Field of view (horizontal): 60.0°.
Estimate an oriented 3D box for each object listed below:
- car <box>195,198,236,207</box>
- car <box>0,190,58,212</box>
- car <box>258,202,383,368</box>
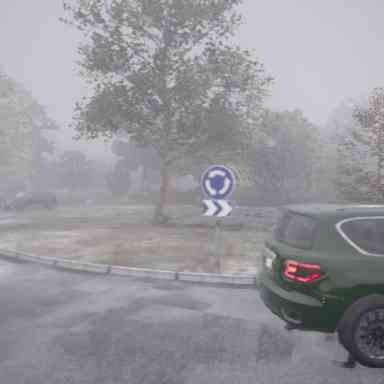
[{"bbox_3d":[3.153,1.302,44.723,5.357,1.411,2.033,1,0,-1],"label":"car"},{"bbox_3d":[-15.845,0.836,32.618,2.150,2.045,5.566,1,1,27],"label":"car"},{"bbox_3d":[3.873,1.223,5.260,5.566,2.045,2.150,1,1,-1],"label":"car"}]
